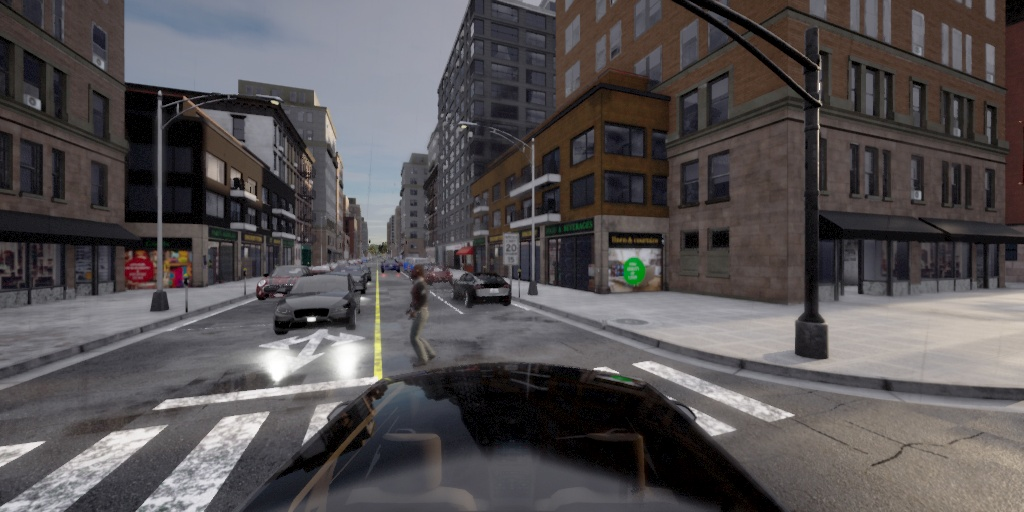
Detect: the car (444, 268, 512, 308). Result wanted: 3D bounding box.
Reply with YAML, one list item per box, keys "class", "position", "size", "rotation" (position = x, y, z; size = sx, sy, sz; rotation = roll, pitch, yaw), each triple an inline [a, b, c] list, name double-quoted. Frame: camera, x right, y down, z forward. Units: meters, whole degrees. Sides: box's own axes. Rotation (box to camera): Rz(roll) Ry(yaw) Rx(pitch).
- class: "car"
  position: [-1.374, 1.314, 15.108]
  size: [1.948, 1.339, 4.313]
  rotation: [0, 0, -21]

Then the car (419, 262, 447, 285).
- class: "car"
  position: [-5.251, 1.330, 25.426]
  size: [1.802, 1.307, 4.207]
  rotation: [0, 0, -21]

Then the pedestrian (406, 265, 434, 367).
- class: "pedestrian"
  position: [-1.674, 1.043, 6.489]
  size: [0.375, 1.860, 0.375]
  rotation: [0, 0, -21]

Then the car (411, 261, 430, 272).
- class: "car"
  position: [-7.189, 1.316, 30.584]
  size: [1.948, 1.339, 4.313]
  rotation: [0, 0, -21]

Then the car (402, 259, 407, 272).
- class: "car"
  position: [-11.065, 1.308, 40.901]
  size: [2.007, 1.370, 4.403]
  rotation: [0, 0, -21]

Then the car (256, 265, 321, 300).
- class: "car"
  position: [-10.825, 1.188, 17.445]
  size: [1.967, 1.591, 4.097]
  rotation: [0, 0, -21]

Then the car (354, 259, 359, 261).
- class: "car"
  position: [-24.392, 1.326, 53.554]
  size: [2.007, 1.370, 4.403]
  rotation: [0, 0, -21]

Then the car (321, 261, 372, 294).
- class: "car"
  position: [-8.945, 1.240, 19.655]
  size: [2.128, 1.511, 4.902]
  rotation: [0, 0, -21]

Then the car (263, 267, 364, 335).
- class: "car"
  position: [-5.608, 1.254, 10.773]
  size: [1.837, 1.490, 4.892]
  rotation: [0, 0, -21]

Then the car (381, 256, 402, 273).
- class: "car"
  position: [-14.803, 1.113, 43.638]
  size: [2.097, 1.767, 4.553]
  rotation: [0, 0, -21]

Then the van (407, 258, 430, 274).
- class: "van"
  position: [-9.127, 1.094, 35.743]
  size: [1.690, 1.789, 3.998]
  rotation: [0, 0, -21]

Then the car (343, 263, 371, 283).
- class: "car"
  position: [-12.467, 1.315, 29.037]
  size: [1.994, 1.385, 4.181]
  rotation: [0, 0, -21]
